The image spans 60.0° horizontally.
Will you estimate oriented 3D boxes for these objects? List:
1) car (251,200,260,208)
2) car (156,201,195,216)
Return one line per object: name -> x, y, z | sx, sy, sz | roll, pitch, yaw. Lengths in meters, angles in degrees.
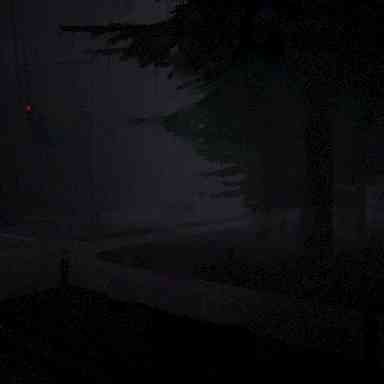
car -> 9.983, 1.504, 47.015 | 1.812, 1.442, 4.674 | 0, 0, 37
car -> -1.499, 1.521, 31.712 | 1.994, 1.385, 4.181 | 0, 0, 37
